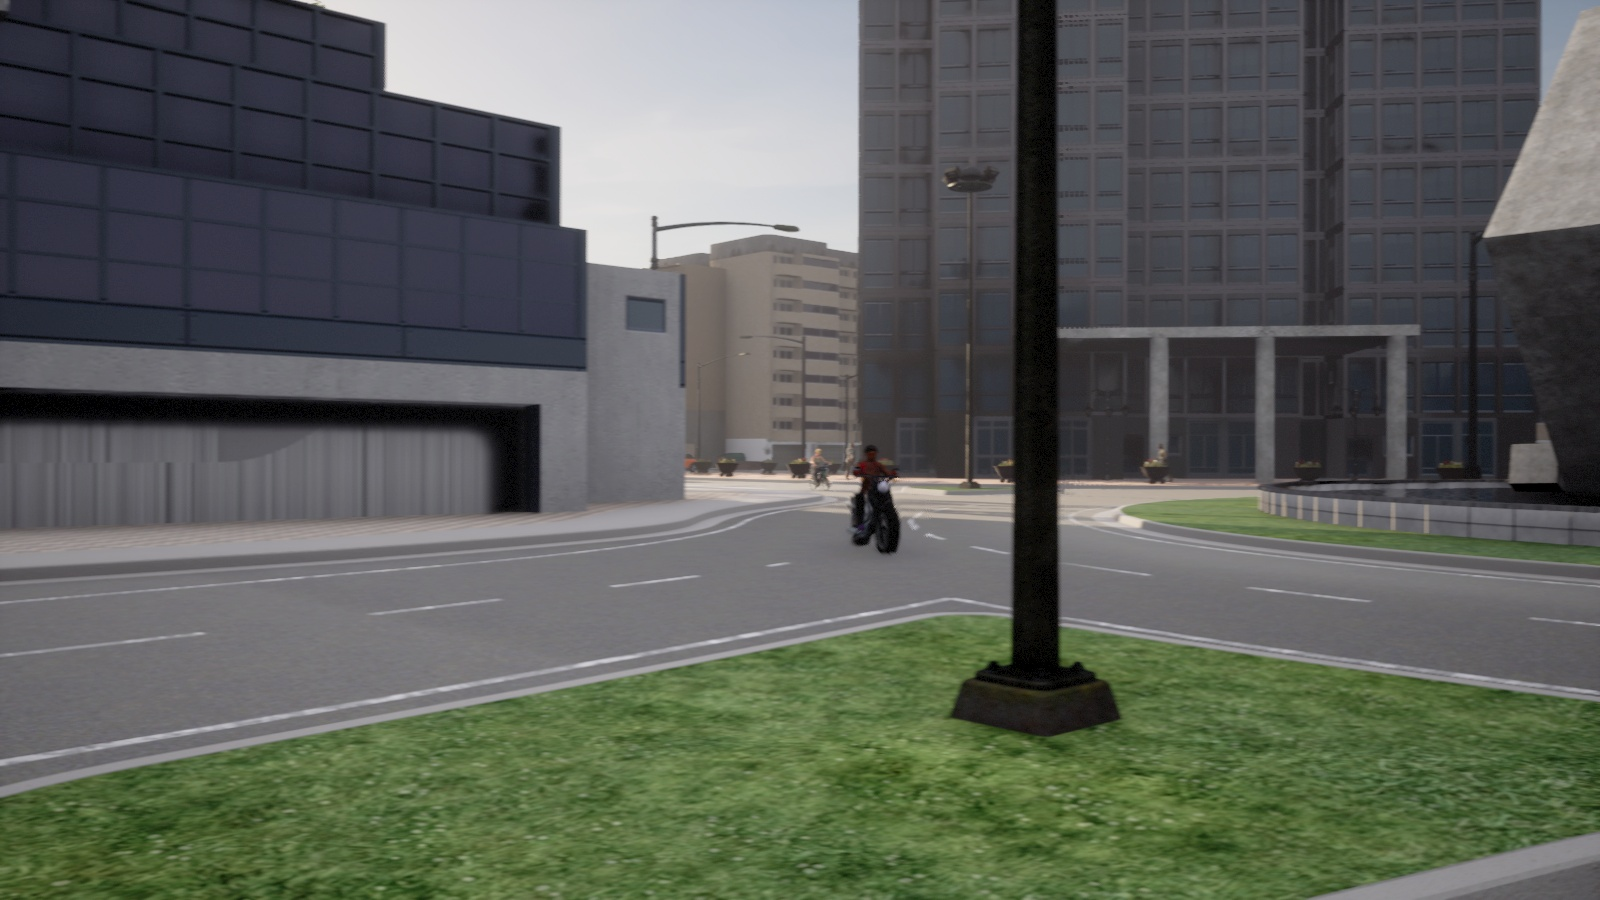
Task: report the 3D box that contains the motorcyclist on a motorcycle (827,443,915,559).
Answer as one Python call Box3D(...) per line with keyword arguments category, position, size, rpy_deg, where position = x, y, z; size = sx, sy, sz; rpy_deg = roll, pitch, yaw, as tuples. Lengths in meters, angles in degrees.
Box3D(category="motorcyclist on a motorcycle", position=(1.038, 0.721, 19.081), size=(0.766, 1.649, 2.350), rpy_deg=(0, 0, -11))

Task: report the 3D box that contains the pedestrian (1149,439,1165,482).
Box3D(category="pedestrian", position=(16.272, 0.485, 57.295), size=(0.692, 1.930, 0.396), rpy_deg=(0, 0, 14))

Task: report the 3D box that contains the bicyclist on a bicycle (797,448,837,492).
Box3D(category="bicyclist on a bicycle", position=(0.626, 0.748, 47.545), size=(0.866, 1.612, 1.509), rpy_deg=(-1, 0, -29))

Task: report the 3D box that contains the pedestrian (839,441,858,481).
Box3D(category="pedestrian", position=(2.266, 0.490, 58.598), size=(0.540, 1.848, 0.694), rpy_deg=(0, 0, -37))
